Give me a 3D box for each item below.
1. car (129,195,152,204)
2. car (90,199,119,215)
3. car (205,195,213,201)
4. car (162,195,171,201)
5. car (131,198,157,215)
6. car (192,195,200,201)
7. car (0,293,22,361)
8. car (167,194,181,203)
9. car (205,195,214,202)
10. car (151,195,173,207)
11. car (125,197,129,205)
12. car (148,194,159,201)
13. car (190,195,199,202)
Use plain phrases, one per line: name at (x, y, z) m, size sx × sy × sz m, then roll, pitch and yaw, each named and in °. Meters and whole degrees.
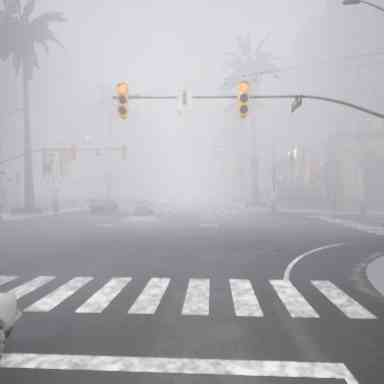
car at (-7.943, 1.554, 51.538) m, size 1.994 × 1.385 × 4.181 m, roll 0°, pitch 0°, yaw 3°
car at (-8.875, 1.471, 34.089) m, size 1.882 × 1.535 × 5.008 m, roll 0°, pitch 0°, yaw 3°
car at (4.503, 1.475, 88.218) m, size 1.837 × 1.490 × 4.892 m, roll 0°, pitch 0°, yaw 2°
car at (-6.252, 1.406, 82.369) m, size 1.837 × 1.490 × 4.892 m, roll 0°, pitch 0°, yaw 2°
car at (-4.834, 1.595, 33.870) m, size 1.895 × 1.301 × 4.718 m, roll 0°, pitch 0°, yaw -6°
car at (1.008, 1.570, 88.395) m, size 1.895 × 1.301 × 4.718 m, roll 0°, pitch 0°, yaw 2°
car at (-3.433, 1.600, 2.585) m, size 1.895 × 1.301 × 4.718 m, roll 0°, pitch 0°, yaw 3°
car at (-3.392, 1.534, 69.383) m, size 2.033 × 1.411 × 5.357 m, roll 0°, pitch 0°, yaw 3°
car at (4.063, 1.522, 77.760) m, size 2.033 × 1.411 × 5.357 m, roll 0°, pitch 0°, yaw 2°
car at (-4.494, 1.516, 50.540) m, size 1.812 × 1.442 × 4.674 m, roll 0°, pitch 0°, yaw 3°
car at (-10.620, 1.502, 59.623) m, size 2.161 × 1.482 × 4.786 m, roll 0°, pitch 0°, yaw 2°
car at (-9.389, 1.339, 81.520) m, size 2.185 × 1.767 × 4.553 m, roll 0°, pitch 0°, yaw 2°
car at (0.569, 1.524, 77.964) m, size 2.033 × 1.411 × 5.357 m, roll 0°, pitch 0°, yaw 2°
